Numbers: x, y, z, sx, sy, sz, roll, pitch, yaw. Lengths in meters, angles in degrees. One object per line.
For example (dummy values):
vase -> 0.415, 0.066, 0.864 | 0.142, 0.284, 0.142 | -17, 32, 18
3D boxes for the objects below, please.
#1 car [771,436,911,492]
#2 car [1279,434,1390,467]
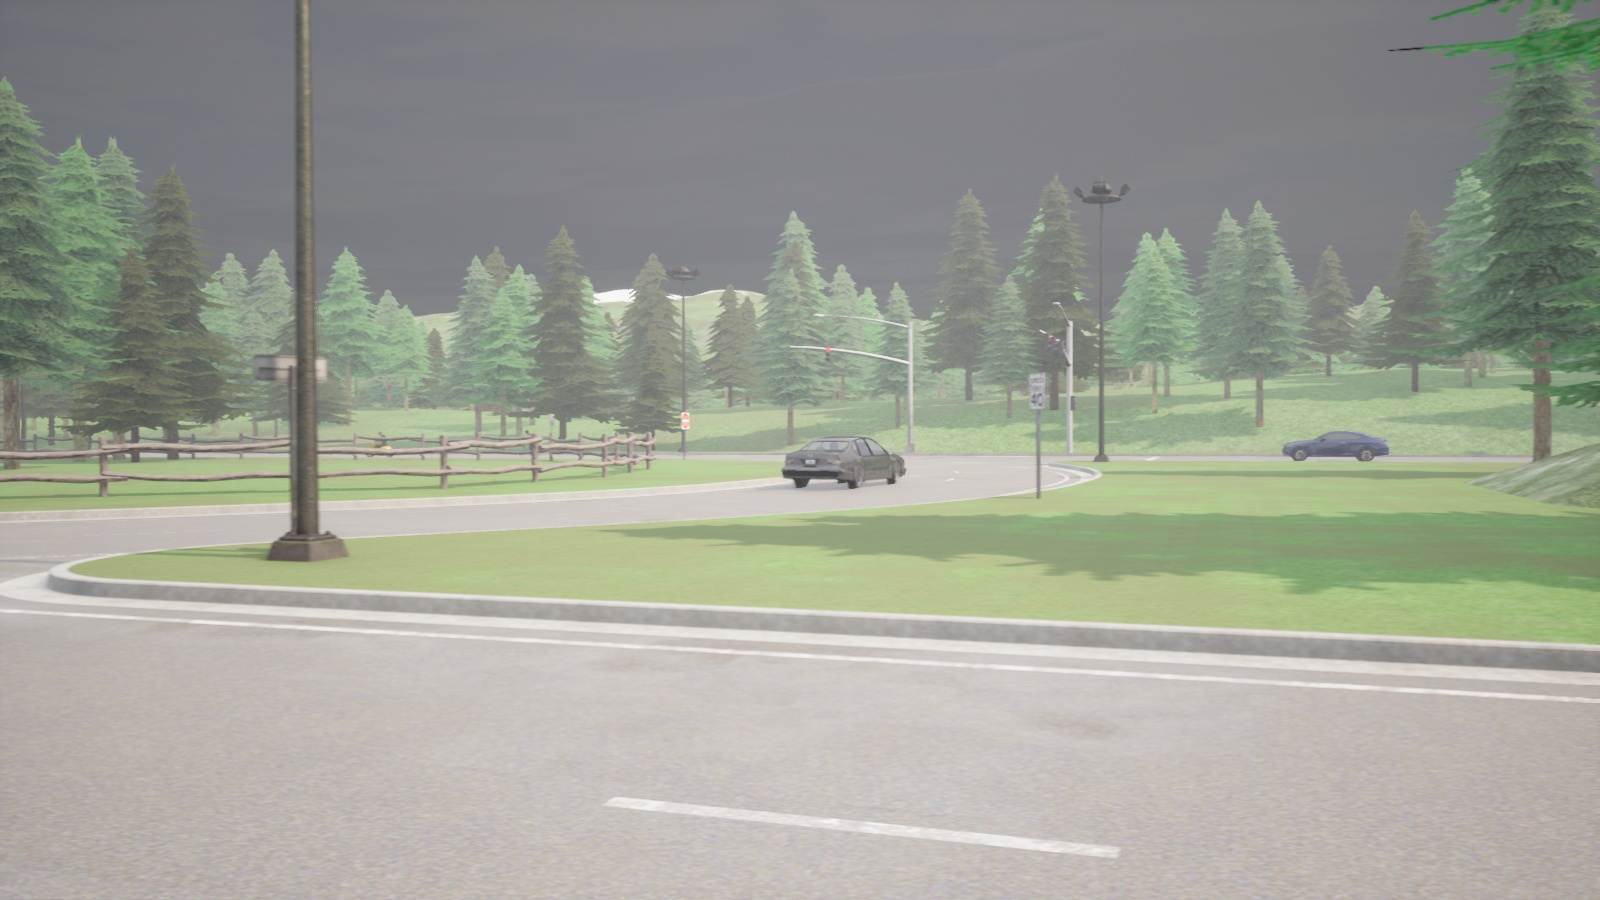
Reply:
car -> 1.249, 0.318, 35.013 | 2.033, 1.411, 5.357 | 1, 1, 24
car -> 25.010, 0.003, 58.919 | 4.674, 1.442, 1.812 | 1, 1, 19
